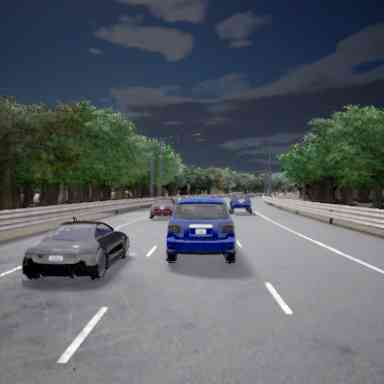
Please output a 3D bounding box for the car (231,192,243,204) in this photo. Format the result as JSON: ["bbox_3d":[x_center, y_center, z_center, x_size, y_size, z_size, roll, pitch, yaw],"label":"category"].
[{"bbox_3d":[8.296,1.096,60.976,2.150,2.045,5.566,0,0,9],"label":"car"}]

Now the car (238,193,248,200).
[{"bbox_3d":[13.482,1.284,87.827,2.097,1.767,4.553,0,0,13],"label":"car"}]

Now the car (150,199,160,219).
[{"bbox_3d":[-2.257,1.340,28.982,2.097,1.767,4.553,0,0,4],"label":"car"}]

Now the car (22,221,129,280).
[{"bbox_3d":[-3.216,1.559,10.003,1.994,1.385,4.181,0,0,1],"label":"car"}]

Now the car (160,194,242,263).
[{"bbox_3d":[0.339,1.219,12.153,2.150,2.045,5.566,0,0,2],"label":"car"}]

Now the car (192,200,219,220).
[{"bbox_3d":[1.279,1.483,29.390,2.128,1.511,4.902,0,0,4],"label":"car"}]

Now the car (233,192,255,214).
[{"bbox_3d":[5.157,1.107,35.729,2.150,2.045,5.566,0,0,5],"label":"car"}]
